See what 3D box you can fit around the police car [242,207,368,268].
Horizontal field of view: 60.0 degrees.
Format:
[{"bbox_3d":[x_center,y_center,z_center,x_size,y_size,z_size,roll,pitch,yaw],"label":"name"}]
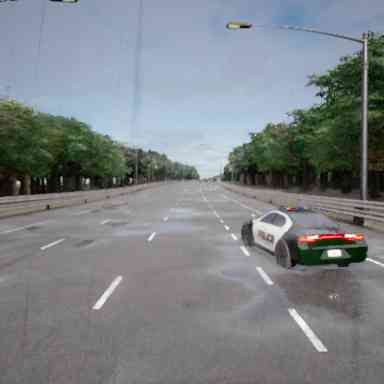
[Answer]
[{"bbox_3d":[3.086,1.243,10.530,2.038,1.542,4.974,-1,2,-10],"label":"police car"}]
